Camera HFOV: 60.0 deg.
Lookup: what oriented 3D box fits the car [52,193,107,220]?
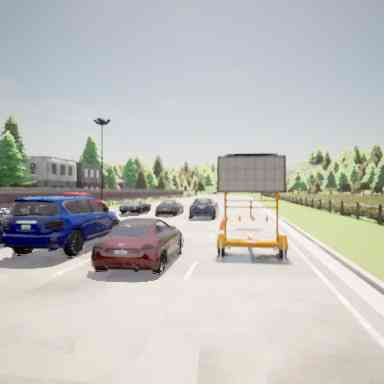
[{"bbox_3d":[-9.453,1.113,28.527,2.150,2.045,5.566,0,0,9],"label":"car"}]

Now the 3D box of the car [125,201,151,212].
[{"bbox_3d":[-5.367,1.485,32.165,1.895,1.301,4.718,0,0,9],"label":"car"}]

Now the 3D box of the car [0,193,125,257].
[{"bbox_3d":[-4.712,1.172,12.922,2.150,2.045,5.566,0,0,9],"label":"car"}]

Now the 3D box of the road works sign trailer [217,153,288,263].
[{"bbox_3d":[2.122,0.425,11.966,2.380,3.560,2.880,0,0,9],"label":"road works sign trailer"}]

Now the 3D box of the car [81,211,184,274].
[{"bbox_3d":[-1.527,1.526,10.578,1.994,1.385,4.181,0,0,9],"label":"car"}]

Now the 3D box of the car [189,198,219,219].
[{"bbox_3d":[1.076,1.257,27.925,2.097,1.767,4.553,0,0,9],"label":"car"}]

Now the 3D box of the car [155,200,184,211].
[{"bbox_3d":[-2.023,1.456,30.847,1.994,1.385,4.181,0,0,9],"label":"car"}]
